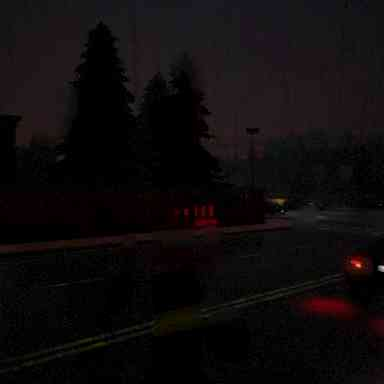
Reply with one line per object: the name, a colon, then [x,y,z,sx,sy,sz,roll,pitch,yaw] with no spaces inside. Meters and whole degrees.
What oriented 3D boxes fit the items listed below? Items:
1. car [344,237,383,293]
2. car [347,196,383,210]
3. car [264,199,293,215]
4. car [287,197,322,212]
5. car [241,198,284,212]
car: [5.798,1.547,7.918,5.357,1.411,2.033,0,0,-35]
car: [22.646,1.564,43.701,1.994,1.385,4.181,0,0,-35]
car: [7.596,1.601,34.329,1.895,1.301,4.718,0,0,-35]
car: [12.901,1.352,38.953,2.097,1.767,4.553,0,0,-35]
car: [8.267,1.478,39.447,1.882,1.535,5.008,0,0,-35]
